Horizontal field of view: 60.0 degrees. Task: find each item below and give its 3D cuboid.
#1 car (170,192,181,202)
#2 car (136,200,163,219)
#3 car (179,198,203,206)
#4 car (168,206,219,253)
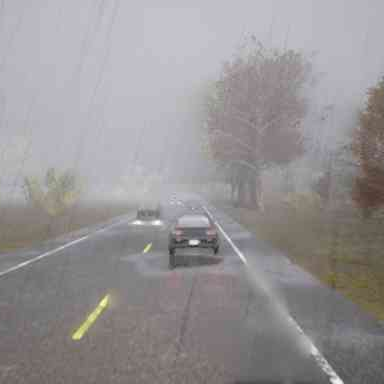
[{"bbox_3d":[-3.460,1.103,71.140,2.150,2.045,5.566,0,0,0],"label":"car"},{"bbox_3d":[-3.608,1.463,29.022,1.882,1.535,5.008,0,0,0],"label":"car"},{"bbox_3d":[0.083,1.518,31.479,2.033,1.411,5.357,0,0,0],"label":"car"},{"bbox_3d":[0.058,1.517,13.462,1.812,1.442,4.674,0,0,0],"label":"car"}]
